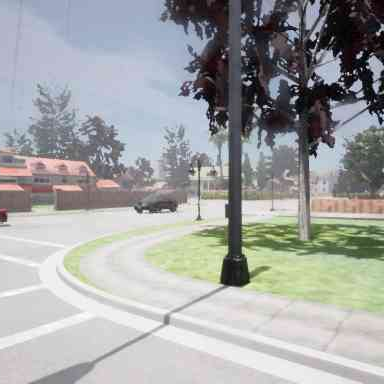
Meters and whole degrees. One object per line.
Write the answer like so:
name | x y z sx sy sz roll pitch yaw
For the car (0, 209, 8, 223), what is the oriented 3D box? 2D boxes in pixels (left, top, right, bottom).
car | -14.051 1.482 20.427 1.882 1.535 5.008 0 0 33

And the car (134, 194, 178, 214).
car | -3.763 1.224 35.807 2.150 2.045 5.566 0 0 34
